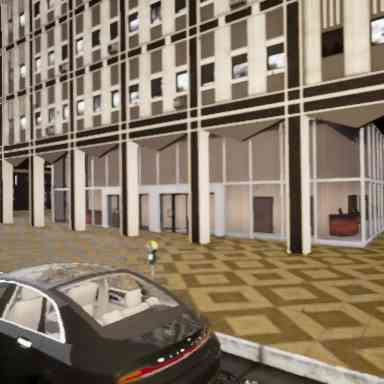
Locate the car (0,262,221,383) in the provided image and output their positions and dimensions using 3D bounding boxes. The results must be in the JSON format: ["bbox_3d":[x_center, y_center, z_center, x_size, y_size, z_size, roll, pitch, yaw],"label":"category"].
[{"bbox_3d":[-1.760,1.567,4.135,4.403,1.369,2.008,0,-1,35],"label":"car"}]
